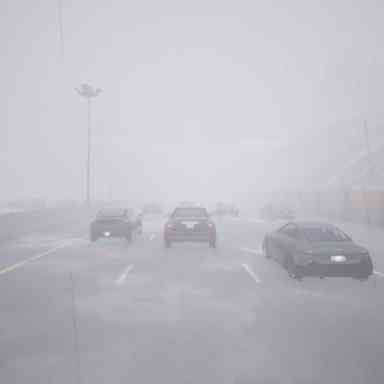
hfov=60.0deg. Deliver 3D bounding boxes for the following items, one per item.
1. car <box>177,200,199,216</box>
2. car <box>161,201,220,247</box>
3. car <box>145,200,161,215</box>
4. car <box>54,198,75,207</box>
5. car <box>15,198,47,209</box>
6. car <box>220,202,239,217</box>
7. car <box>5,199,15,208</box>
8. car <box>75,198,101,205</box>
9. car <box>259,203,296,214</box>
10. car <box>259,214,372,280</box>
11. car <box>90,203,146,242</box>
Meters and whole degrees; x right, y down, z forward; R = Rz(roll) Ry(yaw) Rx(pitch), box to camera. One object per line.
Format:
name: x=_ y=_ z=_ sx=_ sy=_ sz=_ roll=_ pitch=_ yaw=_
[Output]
car: x=-0.411 y=1.580 z=33.238 sx=1.994 sy=1.385 sz=4.181 roll=0 pitch=0 yaw=-1
car: x=-0.105 y=1.359 z=15.163 sx=2.097 sy=1.767 sz=4.553 roll=0 pitch=0 yaw=-1
car: x=-3.933 y=1.543 z=33.685 sx=1.812 sy=1.442 sz=4.674 roll=0 pitch=0 yaw=-1
car: x=-18.315 y=1.579 z=48.722 sx=2.033 sy=1.411 sz=5.357 roll=0 pitch=0 yaw=0
car: x=-21.793 y=1.525 z=46.013 sx=2.128 sy=1.511 sz=4.902 roll=0 pitch=0 yaw=0
car: x=3.127 y=1.614 z=31.067 sx=1.895 sy=1.301 sz=4.718 roll=0 pitch=0 yaw=-1
car: x=-25.317 y=1.583 z=48.989 sx=2.033 sy=1.411 sz=5.357 roll=0 pitch=0 yaw=0
car: x=-14.815 y=1.578 z=48.776 sx=2.033 sy=1.411 sz=5.357 roll=0 pitch=0 yaw=-1
car: x=6.708 y=1.557 z=26.367 sx=2.033 sy=1.411 sz=5.357 roll=0 pitch=0 yaw=-1
car: x=3.476 y=1.567 z=9.973 sx=1.994 sy=1.385 sz=4.181 roll=0 pitch=0 yaw=-1
car: x=-3.625 y=1.514 z=16.463 sx=1.837 sy=1.490 sz=4.892 roll=0 pitch=0 yaw=-1
